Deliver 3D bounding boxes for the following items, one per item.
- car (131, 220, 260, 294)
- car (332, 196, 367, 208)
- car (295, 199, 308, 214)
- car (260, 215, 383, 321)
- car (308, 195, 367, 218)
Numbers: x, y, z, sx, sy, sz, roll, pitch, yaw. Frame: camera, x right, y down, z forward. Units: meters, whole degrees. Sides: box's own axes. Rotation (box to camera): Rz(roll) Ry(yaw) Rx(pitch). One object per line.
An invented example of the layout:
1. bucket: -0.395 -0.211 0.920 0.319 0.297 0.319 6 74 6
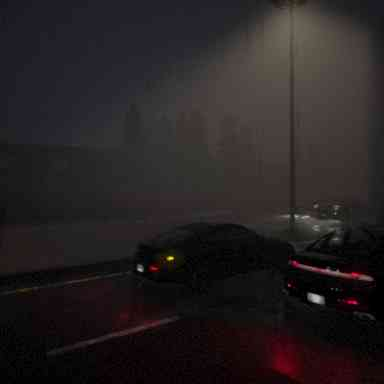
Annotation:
1. car: 0.725 1.464 8.638 4.674 1.442 1.812 -1 1 -36
2. car: 19.040 1.165 40.134 4.718 1.301 1.895 -1 0 -37
3. car: 10.881 1.272 29.660 4.181 1.385 1.994 -1 0 -37
4. car: 3.880 1.414 6.614 4.902 1.511 2.128 -1 1 -36
5. car: 11.376 1.080 25.655 4.553 1.767 2.097 -1 1 -37
